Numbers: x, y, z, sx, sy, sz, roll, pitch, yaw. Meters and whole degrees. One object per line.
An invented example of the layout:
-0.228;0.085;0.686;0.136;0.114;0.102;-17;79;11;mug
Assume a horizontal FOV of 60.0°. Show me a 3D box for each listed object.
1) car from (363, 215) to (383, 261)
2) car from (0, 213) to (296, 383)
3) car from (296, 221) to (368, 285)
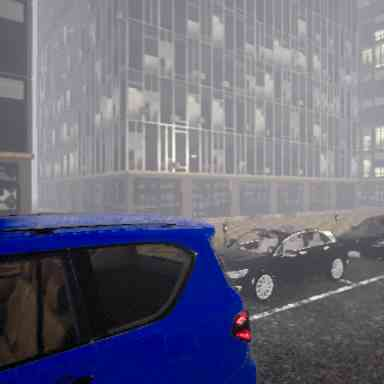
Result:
6.688;1.493;11.328;4.313;1.339;1.947;0;0;-36;car
-2.069;1.226;1.895;5.566;2.045;2.150;0;0;-36;car
2.054;1.513;8.021;4.403;1.369;2.008;0;0;-36;car
